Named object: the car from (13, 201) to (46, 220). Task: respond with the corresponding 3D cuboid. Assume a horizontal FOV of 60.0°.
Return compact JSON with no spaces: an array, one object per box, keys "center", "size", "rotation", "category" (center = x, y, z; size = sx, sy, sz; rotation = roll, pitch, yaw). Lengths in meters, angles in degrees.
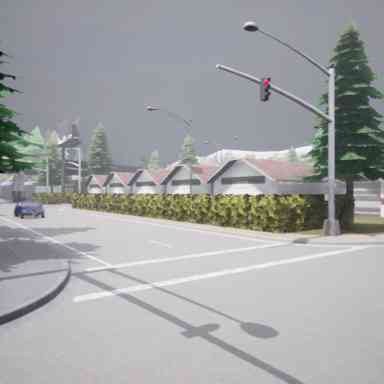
[{"center":[-14.127,1.483,28.797],"size":[1.812,1.442,4.674],"rotation":[0,0,-37],"category":"car"}]
